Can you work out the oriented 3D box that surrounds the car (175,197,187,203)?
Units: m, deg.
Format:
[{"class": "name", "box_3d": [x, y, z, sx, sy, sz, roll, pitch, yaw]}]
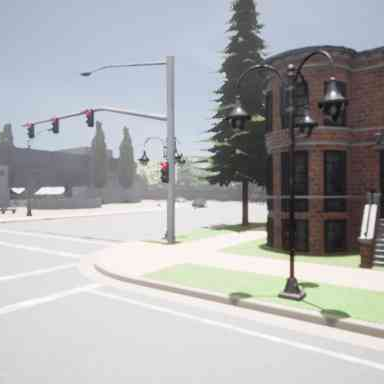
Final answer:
[{"class": "car", "box_3d": [-2.804, 1.775, 75.074, 1.812, 1.442, 4.674, 0, 0, -28]}]

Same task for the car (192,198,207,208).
[{"class": "car", "box_3d": [1.217, 1.707, 50.136, 1.837, 1.490, 4.892, 2, 1, 9]}]
